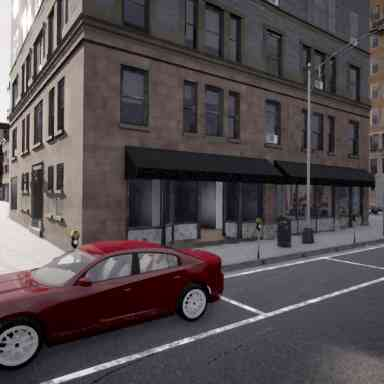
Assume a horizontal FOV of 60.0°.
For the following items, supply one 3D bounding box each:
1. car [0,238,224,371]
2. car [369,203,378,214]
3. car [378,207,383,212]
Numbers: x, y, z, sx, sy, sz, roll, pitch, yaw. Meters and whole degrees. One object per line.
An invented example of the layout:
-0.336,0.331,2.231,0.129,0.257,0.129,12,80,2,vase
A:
-1.490,1.545,5.690,4.507,1.381,1.887,0,1,-35,car
14.143,1.363,30.824,1.812,1.442,4.674,1,0,-33,car
16.400,1.370,33.254,1.837,1.490,4.892,1,0,-35,car
